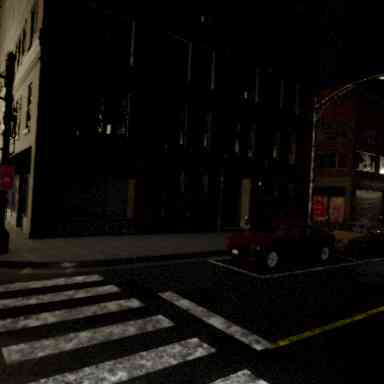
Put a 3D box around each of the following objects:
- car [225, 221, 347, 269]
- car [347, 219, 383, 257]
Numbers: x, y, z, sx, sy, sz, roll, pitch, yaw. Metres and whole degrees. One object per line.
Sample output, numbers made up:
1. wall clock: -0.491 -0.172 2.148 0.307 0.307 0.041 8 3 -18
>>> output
1. car: 3.192 1.711 11.689 4.507 1.381 1.887 3 0 -35
2. car: 7.533 1.909 14.763 4.829 1.417 1.752 3 0 -35
